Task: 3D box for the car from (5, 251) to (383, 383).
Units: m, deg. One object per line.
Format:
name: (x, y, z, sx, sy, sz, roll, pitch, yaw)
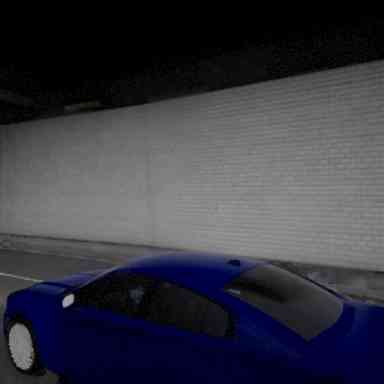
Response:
car: (-0.241, 1.465, 3.914, 5.008, 1.535, 1.882, 0, 0, 34)
